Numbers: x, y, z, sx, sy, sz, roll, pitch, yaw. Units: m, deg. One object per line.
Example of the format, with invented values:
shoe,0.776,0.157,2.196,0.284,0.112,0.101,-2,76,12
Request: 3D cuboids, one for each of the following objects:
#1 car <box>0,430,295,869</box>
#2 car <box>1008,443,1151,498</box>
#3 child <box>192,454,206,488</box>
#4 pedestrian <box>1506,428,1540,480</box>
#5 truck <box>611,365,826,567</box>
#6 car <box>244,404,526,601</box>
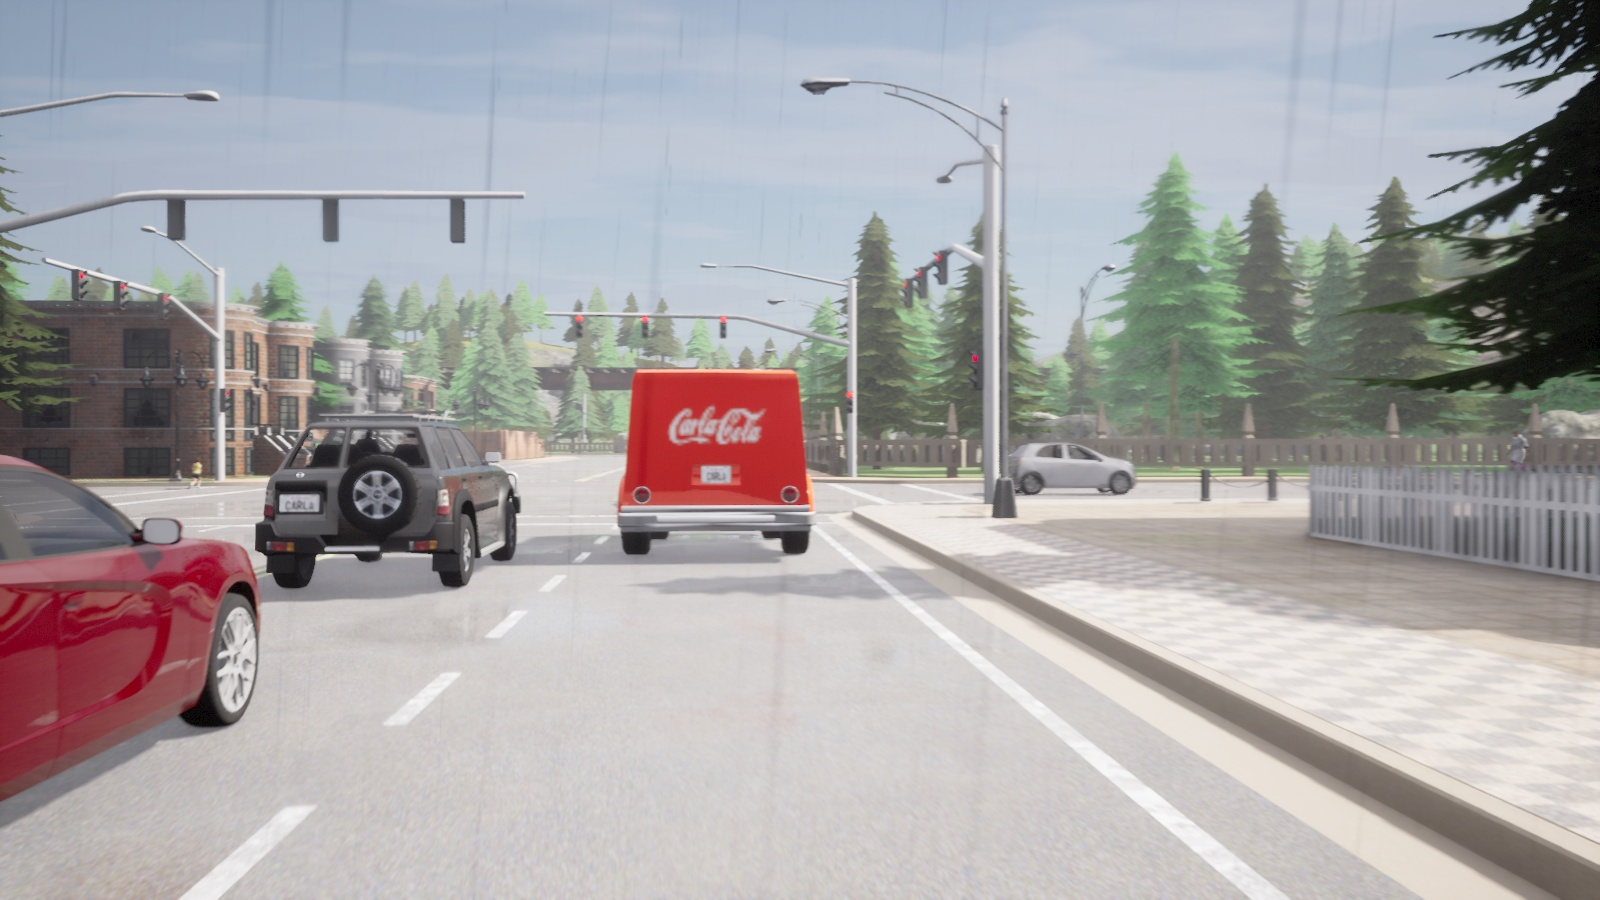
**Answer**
car,-3.777,0.695,4.914,1.882,1.535,5.008,0,0,-4
car,7.907,0.560,35.749,3.633,1.501,1.845,0,0,-3
child,-19.579,0.679,40.901,0.255,1.110,0.394,0,0,0
pedestrian,27.223,0.145,47.301,0.873,1.952,0.659,0,0,-5
truck,-1.173,0.163,17.998,2.627,2.467,5.204,0,1,-4
car,-4.419,0.482,14.185,1.932,1.855,4.605,0,0,-4
